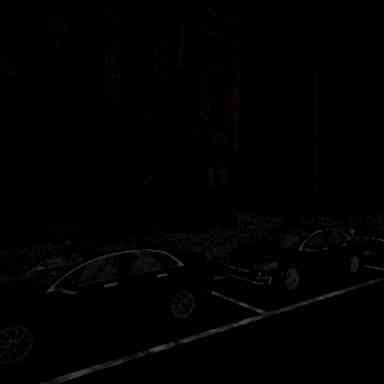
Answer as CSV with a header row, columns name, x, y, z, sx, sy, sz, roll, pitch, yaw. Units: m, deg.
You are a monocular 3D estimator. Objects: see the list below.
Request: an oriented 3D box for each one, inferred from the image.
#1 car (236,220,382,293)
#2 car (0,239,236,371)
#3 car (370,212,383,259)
name,x,y,z,sx,sy,sz,roll,pitch,yaw
car,2.821,1.551,8.766,4.403,1.369,2.008,0,1,-35
car,-1.623,1.548,5.596,4.403,1.369,2.008,0,1,-35
car,7.266,1.446,11.936,4.097,1.590,1.967,0,1,-35
